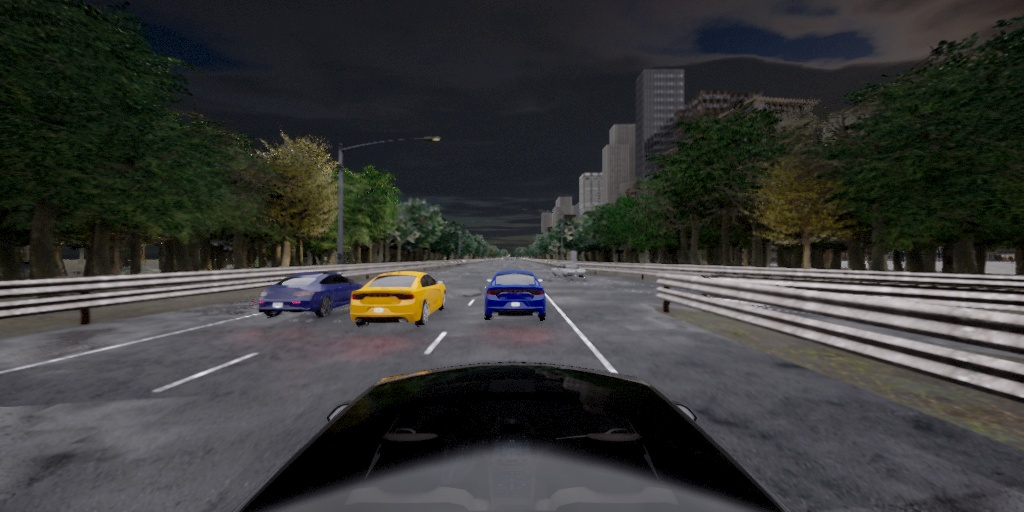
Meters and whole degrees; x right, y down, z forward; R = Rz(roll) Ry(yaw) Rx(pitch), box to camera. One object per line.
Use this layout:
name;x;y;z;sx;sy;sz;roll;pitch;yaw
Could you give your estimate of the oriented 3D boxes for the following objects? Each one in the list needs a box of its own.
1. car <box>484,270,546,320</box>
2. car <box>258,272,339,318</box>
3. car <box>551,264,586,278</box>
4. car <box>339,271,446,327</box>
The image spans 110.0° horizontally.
car;0.099;1.233;12.727;1.882;1.535;5.008;0;0;0
car;-6.903;1.281;12.869;1.812;1.442;4.674;0;0;0
car;5.287;1.430;34.401;1.895;1.301;4.718;0;0;-12
car;-3.402;1.232;11.638;1.882;1.535;5.008;0;0;0
